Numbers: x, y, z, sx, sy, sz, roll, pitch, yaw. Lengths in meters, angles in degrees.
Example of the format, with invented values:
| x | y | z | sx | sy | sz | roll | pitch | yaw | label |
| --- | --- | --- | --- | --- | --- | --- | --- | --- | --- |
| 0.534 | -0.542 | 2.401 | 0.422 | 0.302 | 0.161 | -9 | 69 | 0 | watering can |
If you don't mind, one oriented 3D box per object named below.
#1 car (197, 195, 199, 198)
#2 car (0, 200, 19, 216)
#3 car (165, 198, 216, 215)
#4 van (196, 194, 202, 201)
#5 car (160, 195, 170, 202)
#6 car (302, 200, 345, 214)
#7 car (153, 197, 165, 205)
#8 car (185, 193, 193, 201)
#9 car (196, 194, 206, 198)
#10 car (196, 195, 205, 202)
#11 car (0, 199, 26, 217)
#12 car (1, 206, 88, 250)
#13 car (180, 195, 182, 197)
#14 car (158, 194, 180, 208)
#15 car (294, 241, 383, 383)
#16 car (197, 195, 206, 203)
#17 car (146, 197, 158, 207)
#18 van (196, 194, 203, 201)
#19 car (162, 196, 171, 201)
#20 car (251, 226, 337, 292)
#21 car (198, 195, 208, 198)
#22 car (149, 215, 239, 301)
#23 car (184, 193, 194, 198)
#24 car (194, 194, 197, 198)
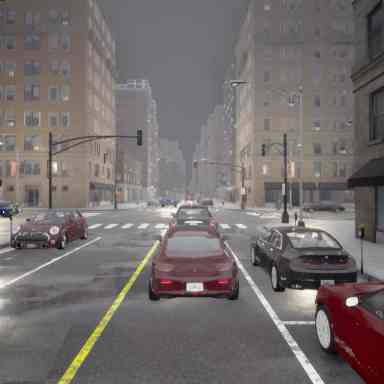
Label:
| x | y | z | sx | sy | sz | roll | pitch | yaw | label |
| --- | --- | --- | --- | --- | --- | --- | --- | --- | --- |
| 2.326 | 1.623 | 58.130 | 1.947 | 1.339 | 4.313 | 0 | 0 | -1 | car |
| -17.175 | 1.124 | 26.890 | 5.566 | 2.045 | 2.150 | 0 | 0 | 0 | car |
| 0.055 | 1.358 | 15.537 | 2.097 | 1.767 | 4.553 | 0 | 0 | 0 | car |
| 1.921 | 1.505 | 91.171 | 1.690 | 1.788 | 3.998 | 0 | 0 | -1 | van |
| -6.469 | 1.560 | 80.061 | 1.967 | 1.590 | 4.097 | 0 | 0 | -1 | car |
| 14.607 | 1.648 | 37.120 | 4.674 | 1.442 | 1.812 | 0 | 0 | 1 | car |
| -6.267 | 1.614 | 63.538 | 1.887 | 1.381 | 4.507 | 0 | 0 | -1 | car |
| -0.738 | 1.384 | 90.066 | 2.150 | 2.045 | 5.566 | 0 | 0 | -1 | car |
| 2.256 | 1.596 | 63.807 | 1.752 | 1.417 | 4.829 | 0 | 0 | -1 | car |
| 2.056 | 1.560 | 80.157 | 1.967 | 1.590 | 4.097 | 0 | 0 | -1 | car |
| -18.053 | 1.417 | 30.130 | 4.902 | 1.511 | 2.128 | 0 | 0 | -1 | car |
| -5.890 | 1.445 | 14.161 | 1.967 | 1.590 | 4.097 | 0 | 0 | 0 | car |
| -3.457 | 1.628 | 61.520 | 1.994 | 1.385 | 4.181 | 0 | 0 | 0 | car |
| -3.337 | 1.262 | 49.282 | 2.150 | 2.045 | 5.566 | 0 | 0 | -1 | car |
| 2.667 | 1.545 | 3.206 | 1.887 | 1.381 | 4.507 | 0 | 0 | 0 | car |
| 2.123 | 1.542 | 74.651 | 1.967 | 1.590 | 4.097 | 0 | 0 | -1 | car |
| -6.131 | 1.596 | 52.522 | 2.008 | 1.369 | 4.403 | 0 | 0 | -1 | car |
| 1.989 | 1.482 | 85.665 | 1.690 | 1.788 | 3.998 | 0 | 0 | -1 | van |
| -6.537 | 1.722 | 85.568 | 1.802 | 1.307 | 4.206 | 0 | 0 | -1 | car |
| 2.651 | 1.553 | 8.697 | 2.008 | 1.369 | 4.403 | 0 | 0 | 0 | car |
| 2.393 | 1.591 | 52.623 | 1.887 | 1.381 | 4.507 | 0 | 0 | -1 | car |
| 0.012 | 1.528 | 8.233 | 1.812 | 1.442 | 4.674 | 0 | 0 | -1 | car |
| -0.606 | 1.342 | 79.348 | 2.150 | 2.045 | 5.566 | 0 | 0 | -1 | car |
| 2.191 | 1.400 | 69.144 | 2.192 | 1.841 | 5.009 | 0 | 0 | -1 | car |
